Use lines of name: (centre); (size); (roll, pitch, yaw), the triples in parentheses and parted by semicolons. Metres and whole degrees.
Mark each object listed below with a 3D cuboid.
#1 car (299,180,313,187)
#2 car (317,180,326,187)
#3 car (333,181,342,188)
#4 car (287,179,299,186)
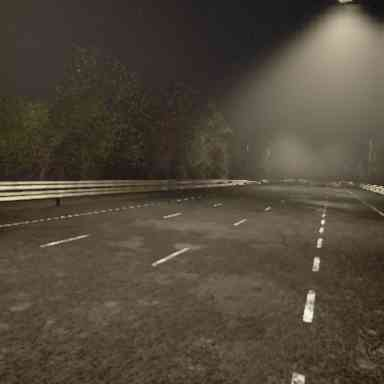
car: (28.607, -2.136, 83.028); (2.128, 1.511, 4.902); (4, 4, 22)
car: (31.834, -1.900, 81.694); (2.033, 1.411, 5.357); (4, 4, 22)
car: (35.065, -1.740, 80.355); (1.882, 1.535, 5.008); (4, 4, 22)
car: (25.379, -2.343, 84.365); (2.033, 1.411, 5.357); (4, 4, 22)
